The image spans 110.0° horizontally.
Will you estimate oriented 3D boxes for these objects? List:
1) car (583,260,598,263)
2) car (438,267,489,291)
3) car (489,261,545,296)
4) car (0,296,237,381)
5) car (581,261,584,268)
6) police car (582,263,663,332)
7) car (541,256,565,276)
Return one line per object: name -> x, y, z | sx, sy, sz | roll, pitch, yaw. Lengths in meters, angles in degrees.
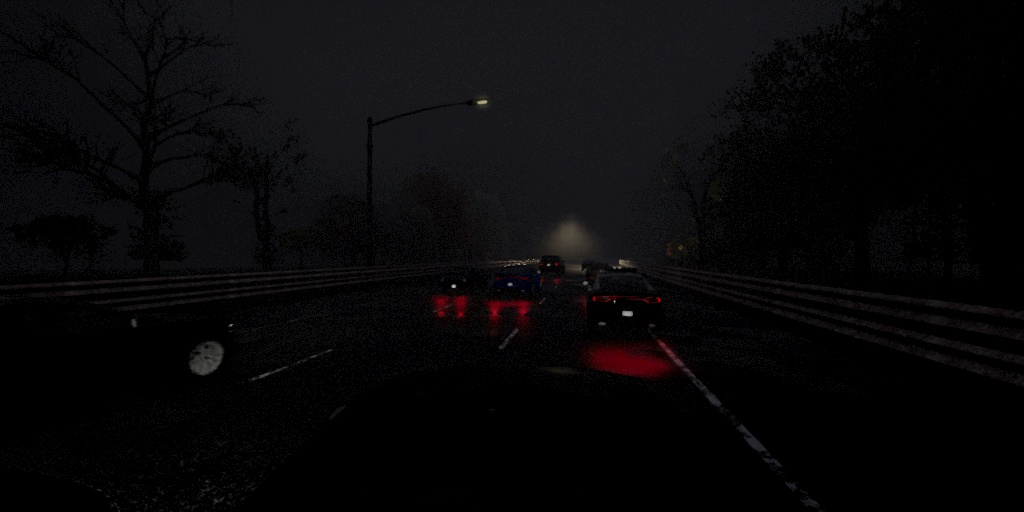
car -> 6.416, 1.254, 26.475 | 1.837, 1.490, 4.892 | 0, 0, 12
car -> -2.705, 1.345, 21.696 | 1.895, 1.301, 4.718 | 0, 0, 12
car -> 0.430, 1.223, 19.490 | 1.882, 1.535, 5.008 | 0, 0, 12
car -> -6.097, 1.225, 4.339 | 1.882, 1.535, 5.008 | 0, 0, 10
car -> 10.511, 1.239, 48.663 | 1.882, 1.535, 5.008 | 0, 0, 15
police car -> 3.257, 1.173, 11.107 | 1.930, 1.638, 5.238 | 0, 0, 11
car -> 4.173, 0.973, 36.838 | 2.150, 2.045, 5.566 | 0, 0, 14
